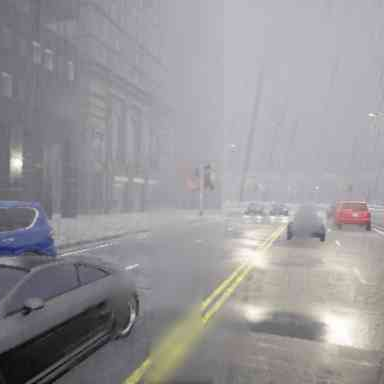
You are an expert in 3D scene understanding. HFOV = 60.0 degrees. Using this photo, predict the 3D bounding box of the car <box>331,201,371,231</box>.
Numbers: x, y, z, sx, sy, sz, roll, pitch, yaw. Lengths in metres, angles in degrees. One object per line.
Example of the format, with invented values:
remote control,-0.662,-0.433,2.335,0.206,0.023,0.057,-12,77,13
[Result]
car,12.085,1.734,25.269,2.150,2.045,5.566,1,-1,20

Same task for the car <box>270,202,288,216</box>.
car,11.449,2.224,43.499,2.097,1.767,4.553,1,-2,20

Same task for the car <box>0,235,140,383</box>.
car,-2.351,1.558,4.156,1.994,1.385,4.181,1,0,19

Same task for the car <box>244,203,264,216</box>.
car,8.350,2.191,44.475,2.097,1.767,4.553,1,-2,20

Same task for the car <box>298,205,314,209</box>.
car,13.709,2.320,39.596,1.837,1.490,4.892,1,-2,19

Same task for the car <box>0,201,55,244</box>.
car,-5.073,1.197,6.211,2.150,2.045,5.566,1,0,19

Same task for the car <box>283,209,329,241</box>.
car,6.491,1.884,18.977,1.994,1.385,4.181,1,-1,19

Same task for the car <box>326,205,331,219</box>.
car,16.505,2.182,37.991,2.097,1.767,4.553,1,-1,20
